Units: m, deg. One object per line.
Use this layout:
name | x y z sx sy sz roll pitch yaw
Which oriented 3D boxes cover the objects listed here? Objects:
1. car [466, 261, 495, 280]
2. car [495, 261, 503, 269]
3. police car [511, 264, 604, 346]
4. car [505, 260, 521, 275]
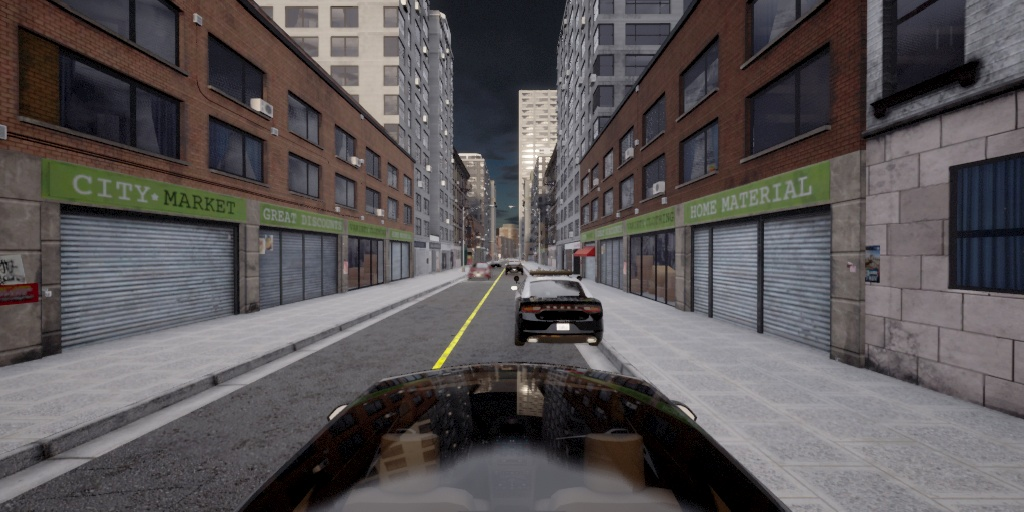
car | -2.707 1.287 31.176 1.812 1.442 4.674 0 0 0
car | -2.486 1.398 57.450 1.895 1.301 4.718 0 0 0
police car | 1.005 1.176 9.557 1.930 1.638 5.238 0 0 0
car | 0.258 1.248 38.884 1.882 1.535 5.008 0 0 0
